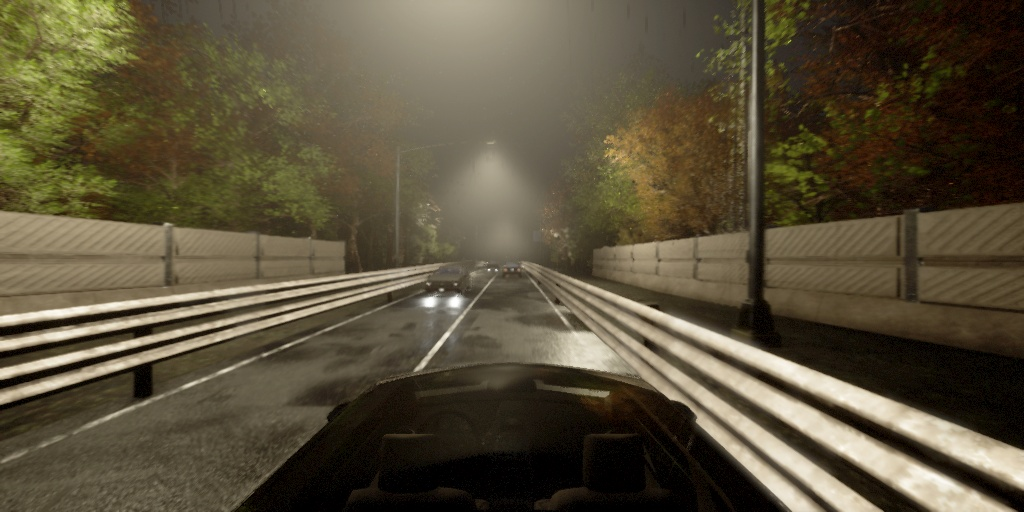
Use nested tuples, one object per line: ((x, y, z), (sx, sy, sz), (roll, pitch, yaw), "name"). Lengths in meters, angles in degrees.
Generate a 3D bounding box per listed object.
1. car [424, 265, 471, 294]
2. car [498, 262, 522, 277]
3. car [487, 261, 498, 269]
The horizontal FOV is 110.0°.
((-3.341, 1.229, 19.732), (2.033, 1.411, 5.357), (0, 0, 0), "car")
((0.008, 1.270, 34.230), (2.033, 1.411, 5.357), (0, 0, 0), "car")
((-3.260, 1.541, 62.448), (1.994, 1.385, 4.181), (0, -1, 1), "car")
